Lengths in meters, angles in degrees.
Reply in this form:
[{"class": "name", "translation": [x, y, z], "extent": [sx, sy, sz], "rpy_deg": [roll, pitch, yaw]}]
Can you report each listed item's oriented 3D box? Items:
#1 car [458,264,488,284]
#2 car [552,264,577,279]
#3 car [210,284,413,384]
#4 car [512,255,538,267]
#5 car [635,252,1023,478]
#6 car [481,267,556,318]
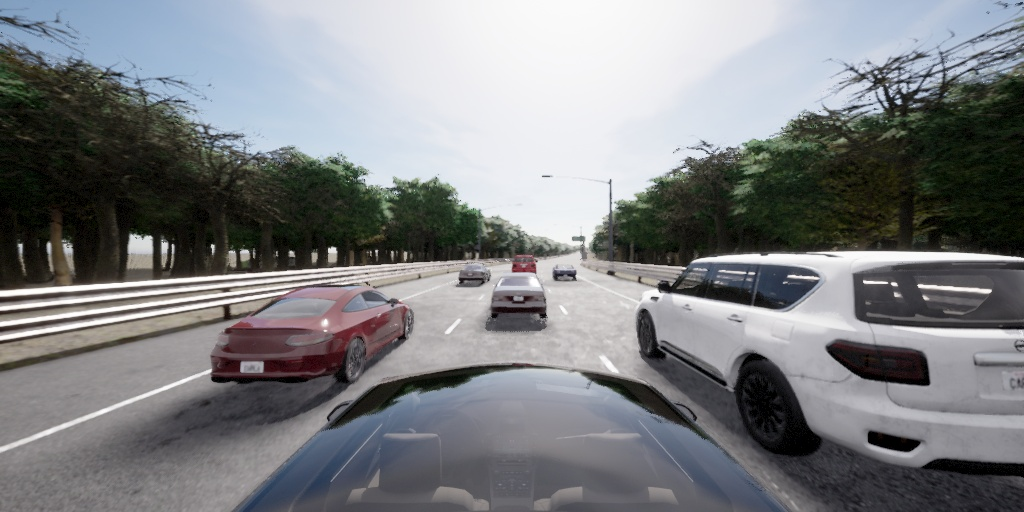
[{"class": "car", "translation": [-2.701, 1.295, 26.767], "extent": [2.033, 1.411, 5.357], "rpy_deg": [0, 0, 3]}, {"class": "car", "translation": [4.643, 1.358, 32.335], "extent": [1.895, 1.301, 4.718], "rpy_deg": [0, 0, 4]}, {"class": "car", "translation": [-3.345, 1.273, 6.944], "extent": [1.812, 1.442, 4.674], "rpy_deg": [0, 0, 0]}, {"class": "car", "translation": [1.162, 0.975, 32.750], "extent": [2.150, 2.045, 5.566], "rpy_deg": [0, 0, 4]}, {"class": "car", "translation": [3.640, 0.975, 5.215], "extent": [2.150, 2.045, 5.566], "rpy_deg": [0, 0, 1]}, {"class": "car", "translation": [0.261, 1.297, 13.007], "extent": [2.033, 1.411, 5.357], "rpy_deg": [0, 0, 2]}]
